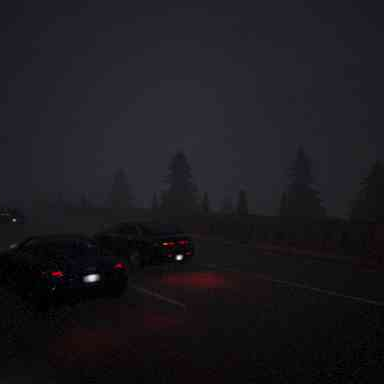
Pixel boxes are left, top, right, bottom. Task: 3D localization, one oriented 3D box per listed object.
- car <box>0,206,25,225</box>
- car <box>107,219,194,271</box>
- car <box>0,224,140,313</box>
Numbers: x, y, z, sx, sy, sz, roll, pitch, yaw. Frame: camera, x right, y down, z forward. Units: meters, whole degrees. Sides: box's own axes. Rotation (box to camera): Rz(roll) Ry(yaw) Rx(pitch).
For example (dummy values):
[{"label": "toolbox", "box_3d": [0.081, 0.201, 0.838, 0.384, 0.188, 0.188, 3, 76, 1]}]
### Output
[{"label": "car", "box_3d": [-14.861, 1.872, 26.715, 1.837, 1.490, 4.892, 2, -2, -41]}, {"label": "car", "box_3d": [-1.984, 1.747, 11.936, 1.837, 1.490, 4.892, 2, -2, -41]}, {"label": "car", "box_3d": [-3.319, 1.702, 8.142, 1.994, 1.385, 4.181, 2, -2, -41]}]
